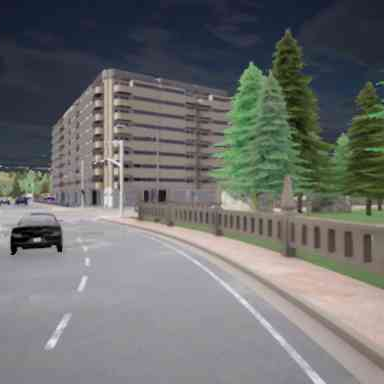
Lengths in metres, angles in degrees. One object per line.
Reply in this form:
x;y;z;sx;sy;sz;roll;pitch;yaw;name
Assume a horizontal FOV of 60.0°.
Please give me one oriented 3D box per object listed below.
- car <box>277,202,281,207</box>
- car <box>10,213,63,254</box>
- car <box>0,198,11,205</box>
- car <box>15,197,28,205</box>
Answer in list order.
17.590;2.131;62.466;4.902;1.511;2.128;0;-1;-30;car
-6.764;1.646;14.641;1.882;1.535;5.008;0;0;-24;car
-44.679;2.273;79.746;2.097;1.767;4.553;0;-1;-31;car
-41.536;2.145;81.308;2.150;2.045;5.566;0;-1;-31;car
